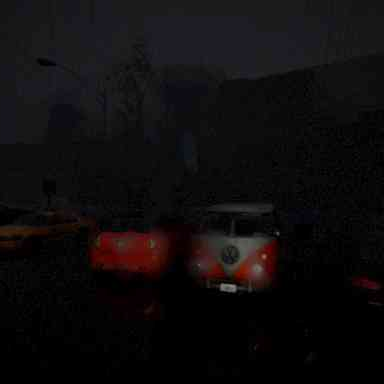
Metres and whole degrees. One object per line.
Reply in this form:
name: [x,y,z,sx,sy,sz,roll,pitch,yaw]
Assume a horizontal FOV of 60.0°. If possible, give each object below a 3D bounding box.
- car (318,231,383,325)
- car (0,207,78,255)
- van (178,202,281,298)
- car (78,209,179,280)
car: [3.732,1.531,6.815,2.002,1.452,4.674,0,-1,16]
car: [-6.029,1.449,13.573,1.946,1.575,5.366,1,0,16]
van: [1.287,1.262,8.437,1.878,1.987,4.442,1,0,16]
car: [-1.133,1.354,10.259,2.185,1.767,4.553,0,-1,15]
